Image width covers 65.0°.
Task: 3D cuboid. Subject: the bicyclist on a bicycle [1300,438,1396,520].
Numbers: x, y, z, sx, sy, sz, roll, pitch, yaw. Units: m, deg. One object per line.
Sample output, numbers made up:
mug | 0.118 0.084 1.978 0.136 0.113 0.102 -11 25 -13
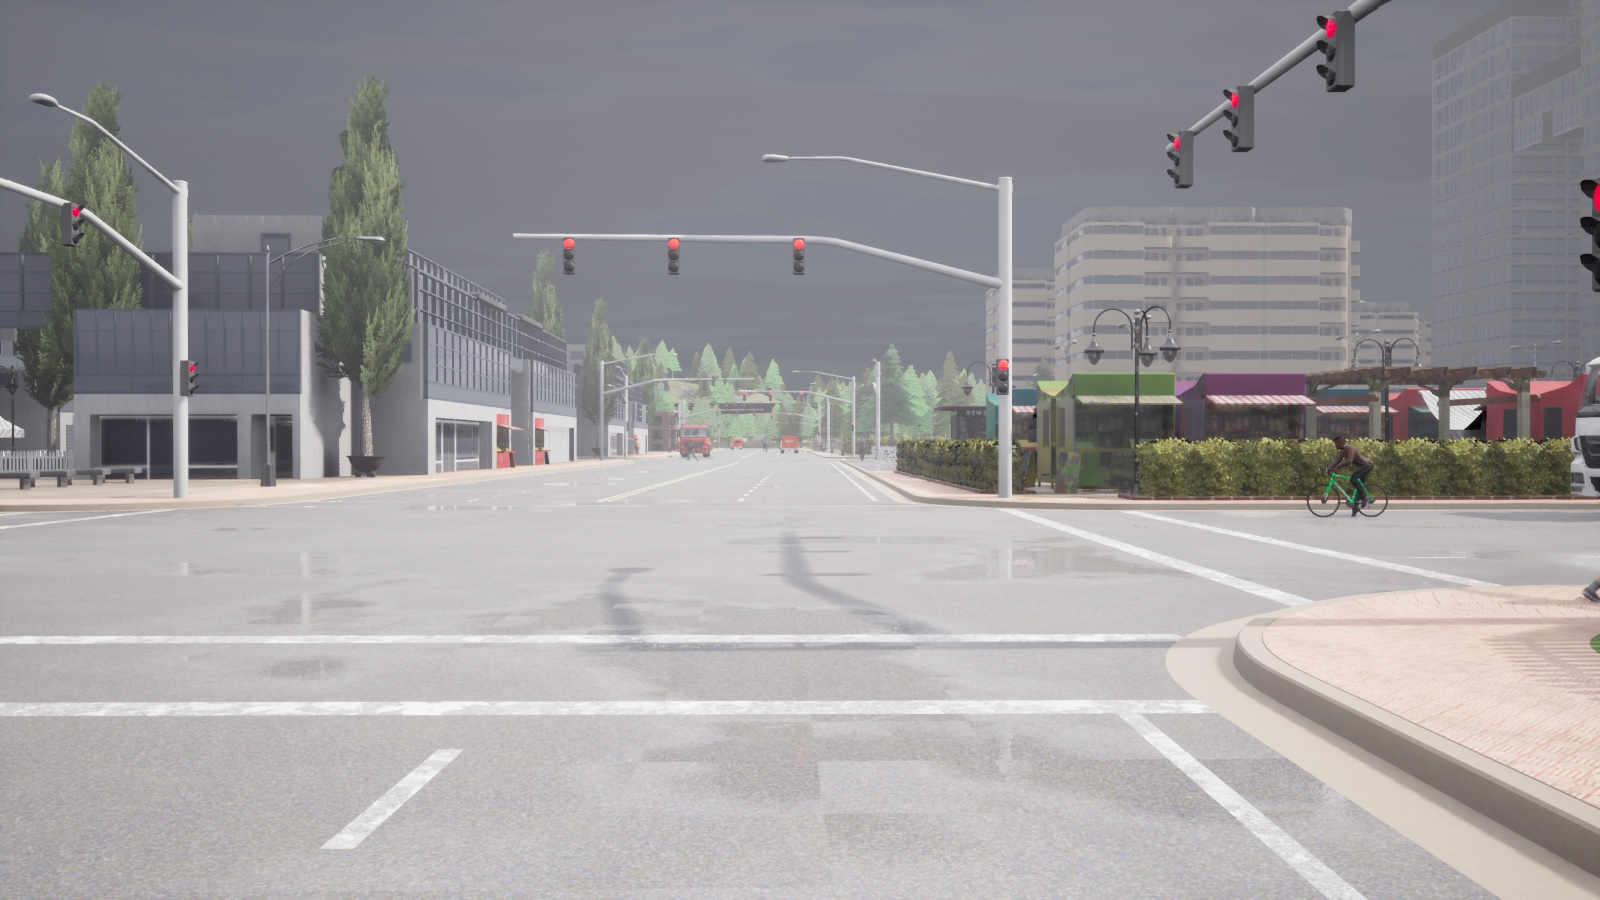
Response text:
bicyclist on a bicycle | 10.932 0.567 25.075 1.656 1.620 0.582 0 0 -1

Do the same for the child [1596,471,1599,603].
child | 6.931 0.731 10.496 0.394 1.110 0.255 0 0 -2

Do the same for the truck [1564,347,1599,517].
truck | 20.193 -0.362 25.251 7.936 3.462 2.891 0 0 -1
